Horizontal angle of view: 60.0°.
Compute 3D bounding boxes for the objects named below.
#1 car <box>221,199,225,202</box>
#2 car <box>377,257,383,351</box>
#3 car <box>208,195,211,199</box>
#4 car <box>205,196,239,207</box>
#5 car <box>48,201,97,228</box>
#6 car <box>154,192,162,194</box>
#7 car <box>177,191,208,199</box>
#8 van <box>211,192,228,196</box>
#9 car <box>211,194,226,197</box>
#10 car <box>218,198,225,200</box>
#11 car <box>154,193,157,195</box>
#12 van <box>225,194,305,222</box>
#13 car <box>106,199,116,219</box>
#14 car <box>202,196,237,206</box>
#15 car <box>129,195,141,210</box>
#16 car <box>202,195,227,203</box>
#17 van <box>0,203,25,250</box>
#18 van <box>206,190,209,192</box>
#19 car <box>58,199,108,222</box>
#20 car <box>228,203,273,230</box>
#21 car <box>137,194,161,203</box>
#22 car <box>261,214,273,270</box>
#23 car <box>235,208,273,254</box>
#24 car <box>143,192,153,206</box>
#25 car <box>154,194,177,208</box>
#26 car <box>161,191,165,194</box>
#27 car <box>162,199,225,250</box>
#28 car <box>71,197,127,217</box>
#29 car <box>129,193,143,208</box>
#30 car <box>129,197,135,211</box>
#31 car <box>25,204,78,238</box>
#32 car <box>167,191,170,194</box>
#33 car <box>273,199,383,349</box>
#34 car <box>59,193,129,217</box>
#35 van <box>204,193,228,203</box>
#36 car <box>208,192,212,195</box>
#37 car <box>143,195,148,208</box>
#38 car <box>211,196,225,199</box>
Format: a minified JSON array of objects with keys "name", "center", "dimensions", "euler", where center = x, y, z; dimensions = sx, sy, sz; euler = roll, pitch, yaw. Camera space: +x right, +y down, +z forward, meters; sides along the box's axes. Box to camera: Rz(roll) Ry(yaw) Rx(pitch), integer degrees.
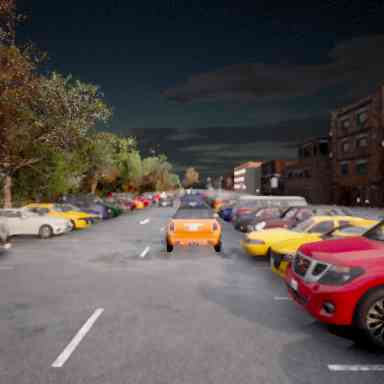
[{"name":"car","center":[4.528,1.458,22.399],"dimensions":[5.008,1.535,2.097],"euler":[0,0,0]},{"name":"car","center":[4.541,1.523,2.916],"dimensions":[4.674,1.452,2.002],"euler":[0,0,0]},{"name":"car","center":[4.558,1.455,39.099],"dimensions":[4.792,1.488,2.163],"euler":[0,0,0]},{"name":"car","center":[4.519,1.394,50.233],"dimensions":[4.892,1.521,2.231],"euler":[0,0,0]},{"name":"car","center":[-8.551,1.463,19.580],"dimensions":[5.008,1.535,2.097],"euler":[0,0,0]},{"name":"car","center":[-8.743,1.352,61.230],"dimensions":[5.366,1.575,1.946],"euler":[0,0,0]},{"name":"car","center":[0.077,1.186,29.699],"dimensions":[2.150,2.045,5.566],"euler":[0,0,1]},{"name":"van","center":[4.647,1.206,36.252],"dimensions":[4.442,1.987,1.878],"euler":[0,0,0]},{"name":"car","center":[4.561,1.312,33.532],"dimensions":[4.553,1.767,2.185],"euler":[0,0,0]},{"name":"car","center":[4.538,1.454,25.182],"dimensions":[5.008,1.535,2.097],"euler":[0,0,0]},{"name":"car","center":[-8.526,1.404,55.784],"dimensions":[4.792,1.488,2.163],"euler":[0,0,0]},{"name":"van","center":[4.417,1.237,19.615],"dimensions":[4.442,1.987,1.878],"euler":[0,0,0]},{"name":"car","center":[-8.576,1.484,25.148],"dimensions":[4.792,1.488,2.163],"euler":[0,0,0]},{"name":"car","center":[4.339,1.380,53.016],"dimensions":[5.366,1.575,1.946],"euler":[0,0,0]},{"name":"car","center":[-8.545,1.431,36.289],"dimensions":[5.008,1.535,2.097],"euler":[0,0,0]},{"name":"car","center":[4.527,1.335,66.932],"dimensions":[4.892,1.521,2.231],"euler":[0,0,0]},{"name":"van","center":[-8.427,1.247,11.225],"dimensions":[4.442,1.987,1.878],"euler":[0,0,0]},{"name":"van","center":[4.640,1.139,58.582],"dimensions":[4.442,1.987,1.878],"euler":[0,0,0]},{"name":"car","center":[-8.553,1.459,22.365],"dimensions":[4.892,1.521,2.231],"euler":[0,0,0]},{"name":"car","center":[4.528,1.468,16.832],"dimensions":[4.892,1.521,2.231],"euler":[0,0,0]},{"name":"car","center":[-8.528,1.208,66.924],"dimensions":[4.553,1.767,2.185],"euler":[0,0,0]},{"name":"car","center":[4.542,1.476,8.482],"dimensions":[5.008,1.535,2.097],"euler":[0,0,0]},{"name":"car","center":[4.351,1.470,11.265],"dimensions":[5.366,1.575,1.946],"euler":[0,0,0]},{"name":"car","center":[-8.525,1.158,44.645],"dimensions":[5.566,2.045,2.435],"euler":[0,0,0]},{"name":"car","center":[-3.601,1.419,46.113],"dimensions":[2.128,1.511,4.902],"euler":[0,0,0]},{"name":"car","center":[-8.587,1.093,64.014],"dimensions":[5.566,2.045,2.435],"euler":[0,0,0]},{"name":"car","center":[0.076,1.342,14.340],"dimensions":[2.097,1.767,4.553],"euler":[0,0,0]},{"name":"car","center":[-8.518,1.318,30.719],"dimensions":[4.553,1.767,2.185],"euler":[0,0,0]},{"name":"car","center":[-8.519,1.299,39.073],"dimensions":[4.553,1.767,2.185],"euler":[0,0,0]},{"name":"car","center":[-8.553,1.478,33.505],"dimensions":[4.674,1.452,2.002],"euler":[0,0,0]},{"name":"car","center":[-8.548,1.507,16.795],"dimensions":[4.674,1.452,2.002],"euler":[0,0,0]},{"name":"car","center":[-8.591,1.042,78.063],"dimensions":[5.566,2.045,2.435],"euler":[0,0,0]},{"name":"car","center":[4.510,1.228,5.698],"dimensions":[5.566,2.045,2.435],"euler":[0,0,0]},{"name":"car","center":[-8.520,1.198,27.935],"dimensions":[5.566,2.045,2.435],"euler":[0,0,0]},{"name":"van","center":[4.638,1.119,64.024],"dimensions":[4.442,1.987,1.878],"euler":[0,0,0]},{"name":"car","center":[4.557,1.276,47.448],"dimensions":[4.553,1.767,2.185],"euler":[0,0,0]},{"name":"car","center":[-8.557,1.417,41.859],"dimensions":[5.008,1.535,2.097],"euler":[0,0,0]},{"name":"car","center":[4.716,1.441,30.749],"dimensions":[5.366,1.575,1.946],"euler":[0,0,0]}]
